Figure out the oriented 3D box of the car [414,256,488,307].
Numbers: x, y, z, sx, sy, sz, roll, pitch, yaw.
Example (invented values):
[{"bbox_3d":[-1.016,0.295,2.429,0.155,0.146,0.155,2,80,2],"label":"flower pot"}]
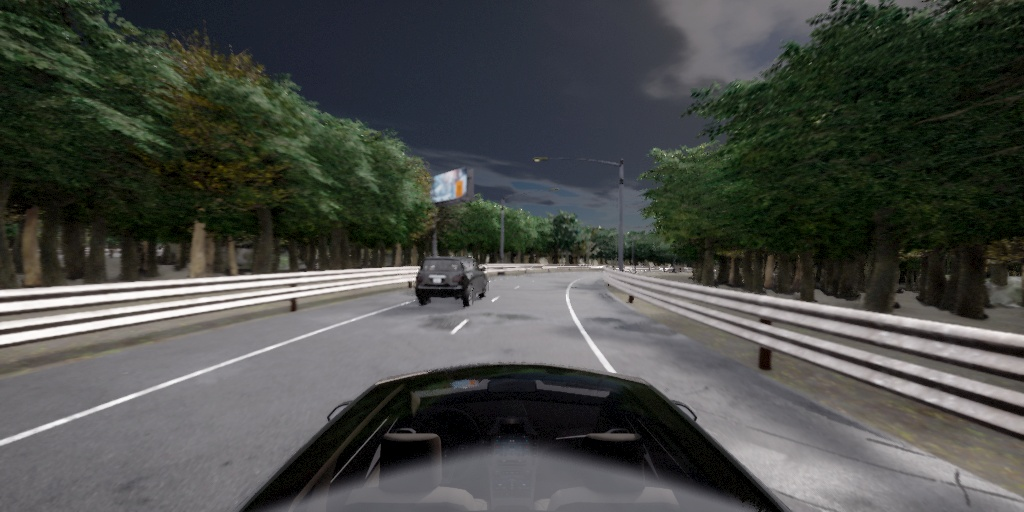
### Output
[{"bbox_3d":[-2.537,1.046,16.230,2.150,2.045,5.566,1,0,7],"label":"car"}]
